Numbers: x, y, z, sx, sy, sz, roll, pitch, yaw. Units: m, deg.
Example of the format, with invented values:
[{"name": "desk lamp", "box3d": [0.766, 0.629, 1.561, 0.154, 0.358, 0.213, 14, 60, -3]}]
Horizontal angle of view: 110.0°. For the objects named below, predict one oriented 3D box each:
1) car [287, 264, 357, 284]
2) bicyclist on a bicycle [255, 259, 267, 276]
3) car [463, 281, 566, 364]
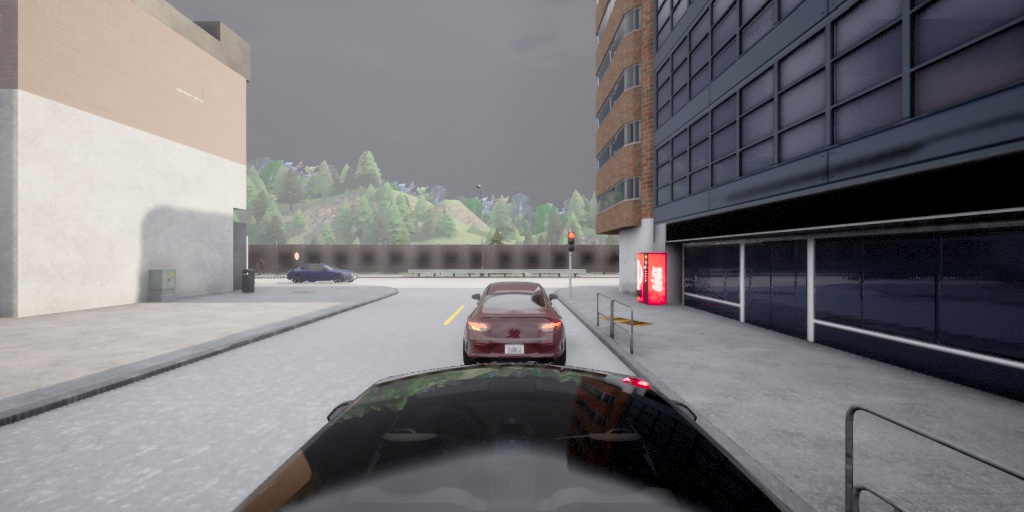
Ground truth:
[{"name": "car", "box3d": [-13.773, 1.276, 26.110, 4.674, 1.442, 1.812, 0, 0, 0]}, {"name": "bicyclist on a bicycle", "box3d": [-24.184, 1.099, 34.517, 0.582, 1.620, 1.656, 0, 0, 0]}, {"name": "car", "box3d": [0.059, 1.276, 7.844, 1.812, 1.442, 4.674, 0, 0, 1]}]
